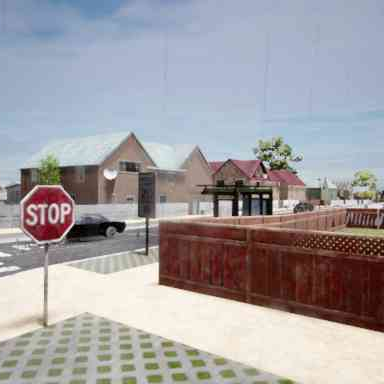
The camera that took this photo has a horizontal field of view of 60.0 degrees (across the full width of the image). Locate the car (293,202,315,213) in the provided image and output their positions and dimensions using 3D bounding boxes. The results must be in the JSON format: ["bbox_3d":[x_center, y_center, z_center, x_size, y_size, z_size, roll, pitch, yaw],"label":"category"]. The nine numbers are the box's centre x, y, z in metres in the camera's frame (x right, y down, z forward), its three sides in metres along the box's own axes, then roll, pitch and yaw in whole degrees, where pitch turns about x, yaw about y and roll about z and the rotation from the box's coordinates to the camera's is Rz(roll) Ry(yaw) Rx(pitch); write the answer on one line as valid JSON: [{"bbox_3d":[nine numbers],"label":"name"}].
[{"bbox_3d":[15.402,2.187,45.677,1.837,1.490,4.892,1,-1,36],"label":"car"}]

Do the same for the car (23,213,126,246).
[{"bbox_3d":[-5.629,1.744,16.438,1.895,1.301,4.718,1,0,37],"label":"car"}]

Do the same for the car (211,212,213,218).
[{"bbox_3d":[3.625,1.966,29.337,1.895,1.301,4.718,1,0,36],"label":"car"}]
